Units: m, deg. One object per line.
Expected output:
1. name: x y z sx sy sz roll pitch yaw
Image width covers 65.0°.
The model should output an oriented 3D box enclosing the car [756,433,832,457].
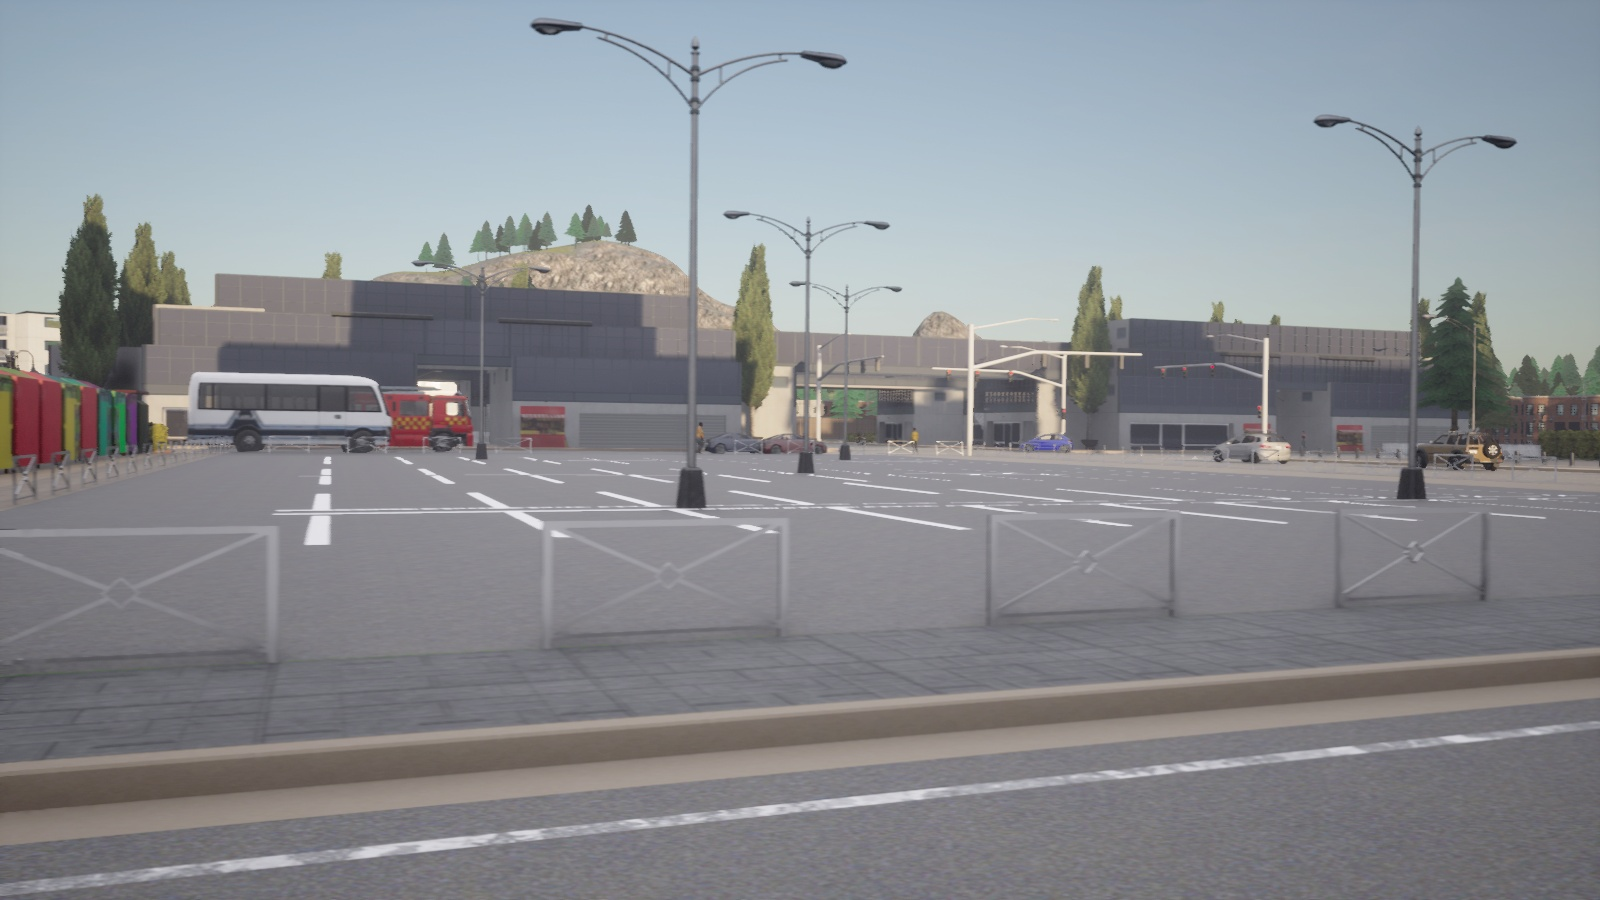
1. car: -0.367 -0.322 76.419 4.181 1.385 1.994 -1 1 -20

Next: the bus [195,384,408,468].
1. bus: -26.500 -1.333 67.406 10.273 4.253 3.944 -1 1 -19

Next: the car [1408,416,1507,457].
1. car: 31.267 -0.642 59.871 1.932 1.855 4.605 -1 1 -6

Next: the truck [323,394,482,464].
1. truck: -22.856 -1.242 72.357 8.468 3.827 2.891 -1 1 -19

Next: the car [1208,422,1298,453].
1. car: 25.030 -0.706 69.614 2.242 1.667 4.611 -1 1 -20

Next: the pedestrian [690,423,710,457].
1. pedestrian: -5.523 -0.554 69.167 0.900 1.855 0.874 -1 1 -19

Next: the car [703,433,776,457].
1. car: -3.819 -0.325 78.922 4.181 1.385 1.994 -1 1 -18
